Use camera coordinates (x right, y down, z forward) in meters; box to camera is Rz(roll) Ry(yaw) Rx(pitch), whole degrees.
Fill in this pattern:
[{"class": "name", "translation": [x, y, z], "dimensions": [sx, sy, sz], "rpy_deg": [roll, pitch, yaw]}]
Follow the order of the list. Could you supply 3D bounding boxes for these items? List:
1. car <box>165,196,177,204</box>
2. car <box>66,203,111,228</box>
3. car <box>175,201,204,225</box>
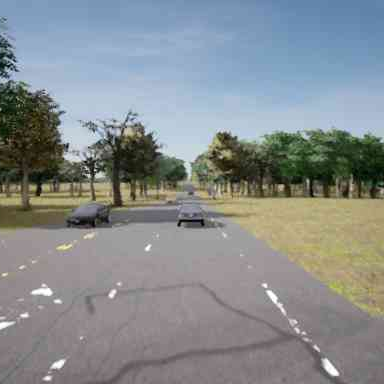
[{"class": "car", "translation": [-3.758, 1.451, 60.968], "dimensions": [1.882, 1.535, 5.008], "rpy_deg": [0, 0, 1]}, {"class": "car", "translation": [-6.989, 1.532, 22.897], "dimensions": [1.882, 1.535, 5.008], "rpy_deg": [-1, 0, 1]}, {"class": "car", "translation": [-0.079, 1.571, 23.998], "dimensions": [2.033, 1.411, 5.357], "rpy_deg": [0, 0, 0]}]
